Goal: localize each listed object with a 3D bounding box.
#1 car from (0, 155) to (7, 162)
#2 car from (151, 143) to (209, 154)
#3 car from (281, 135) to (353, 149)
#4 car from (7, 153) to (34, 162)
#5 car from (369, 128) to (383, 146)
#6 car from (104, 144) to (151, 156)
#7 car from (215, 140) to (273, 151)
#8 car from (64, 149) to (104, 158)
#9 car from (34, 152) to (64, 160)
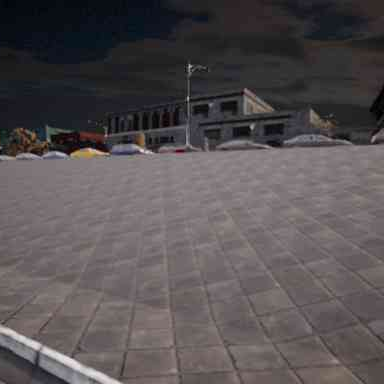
[{"bbox_3d":[-24.437,-4.039,43.704,4.892,1.521,2.231,1,0,34],"label":"car"},{"bbox_3d":[-0.766,-3.527,29.028,4.792,1.488,2.163,1,1,29],"label":"car"},{"bbox_3d":[8.930,-3.354,23.962,4.892,1.521,2.231,1,1,27],"label":"car"},{"bbox_3d":[-19.871,-3.961,40.603,4.892,1.521,2.231,1,1,34],"label":"car"},{"bbox_3d":[14.010,-3.357,21.519,4.553,1.767,2.185,1,1,26],"label":"car"},{"bbox_3d":[-5.758,-3.787,31.829,4.553,1.767,2.185,1,1,31],"label":"car"},{"bbox_3d":[4.098,-3.415,26.420,4.674,1.452,2.002,1,1,28],"label":"car"},{"bbox_3d":[-10.512,-3.762,34.645,5.008,1.535,2.097,1,1,32],"label":"car"},{"bbox_3d":[-15.224,-3.824,37.574,4.674,1.452,2.002,1,1,33],"label":"car"}]
